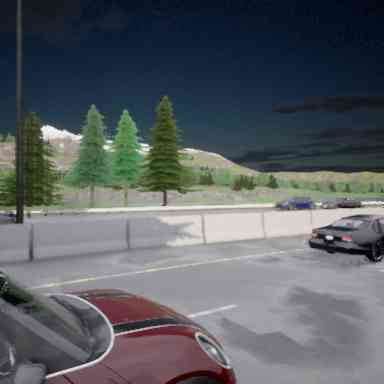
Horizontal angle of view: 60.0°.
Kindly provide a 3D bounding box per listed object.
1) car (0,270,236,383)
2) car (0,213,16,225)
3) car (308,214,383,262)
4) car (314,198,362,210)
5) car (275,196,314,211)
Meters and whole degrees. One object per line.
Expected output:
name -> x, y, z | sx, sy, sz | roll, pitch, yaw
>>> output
car -> -1.805, 1.343, 2.354 | 4.553, 1.767, 2.097 | 0, 0, -36
car -> -9.992, 1.439, 13.942 | 4.902, 1.511, 2.128 | 0, 0, -35
car -> 6.591, 1.511, 11.951 | 5.357, 1.411, 2.033 | 0, 0, -30
car -> 16.397, 1.382, 36.483 | 4.902, 1.511, 2.128 | 0, 0, -23
car -> 11.872, 1.232, 38.314 | 4.553, 1.767, 2.097 | 0, 0, -23
